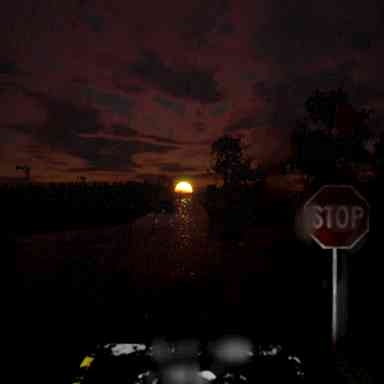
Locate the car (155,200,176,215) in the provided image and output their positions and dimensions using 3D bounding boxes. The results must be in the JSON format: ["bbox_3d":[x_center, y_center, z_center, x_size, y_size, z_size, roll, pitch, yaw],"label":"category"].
[{"bbox_3d":[-2.810,1.568,35.157,1.812,1.442,4.674,0,0,0],"label":"car"}]
